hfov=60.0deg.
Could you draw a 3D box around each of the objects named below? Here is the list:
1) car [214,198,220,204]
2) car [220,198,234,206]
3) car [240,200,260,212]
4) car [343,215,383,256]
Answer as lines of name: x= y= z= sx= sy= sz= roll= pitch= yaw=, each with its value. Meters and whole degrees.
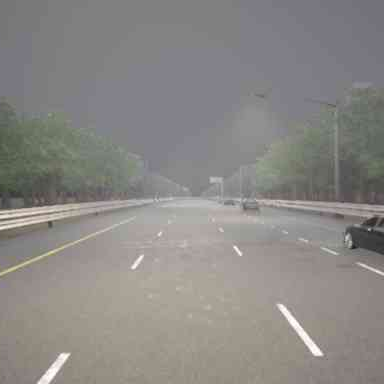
car: x=7.358 y=2.230 z=83.148 sx=2.128 sy=1.511 sz=4.902 roll=0 pitch=-1 yaw=1
car: x=7.223 y=1.988 z=66.085 sx=1.837 sy=1.490 sz=4.892 roll=0 pitch=-1 yaw=0
car: x=7.083 y=1.667 z=41.124 sx=2.128 sy=1.511 sz=4.902 roll=0 pitch=-1 yaw=0
car: x=7.005 y=1.513 z=11.473 sx=1.837 sy=1.490 sz=4.892 roll=0 pitch=0 yaw=0
